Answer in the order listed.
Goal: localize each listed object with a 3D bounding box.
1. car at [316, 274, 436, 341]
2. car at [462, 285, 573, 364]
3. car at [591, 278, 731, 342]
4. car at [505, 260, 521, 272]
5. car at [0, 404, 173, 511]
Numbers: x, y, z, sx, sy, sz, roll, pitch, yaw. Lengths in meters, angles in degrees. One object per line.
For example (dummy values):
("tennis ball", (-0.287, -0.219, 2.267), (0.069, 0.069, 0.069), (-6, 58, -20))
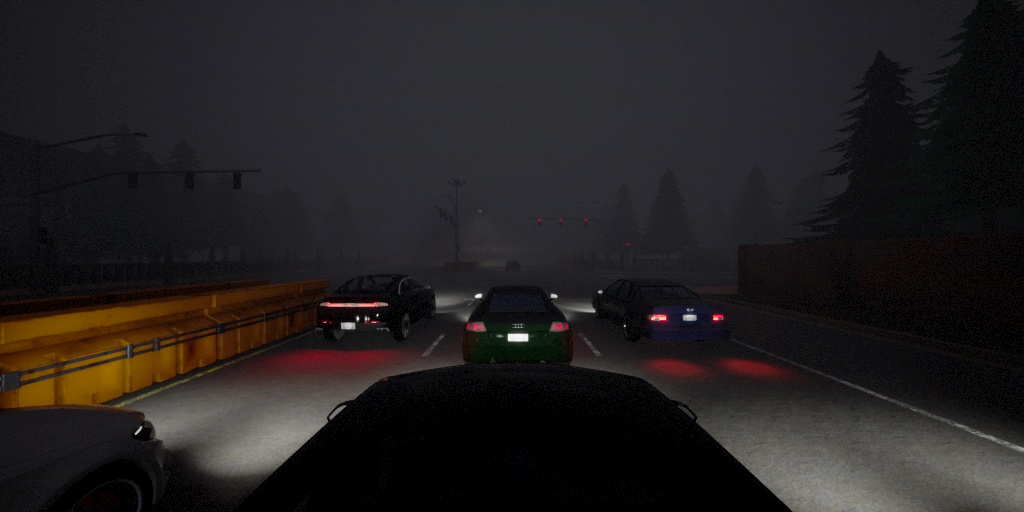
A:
("car", (-3.399, 1.241, 9.869), (2.128, 1.511, 4.902), (0, 0, 0))
("car", (0.099, 1.314, 7.917), (1.994, 1.385, 4.181), (0, 0, 0))
("car", (3.601, 1.297, 9.774), (2.033, 1.411, 5.357), (0, 0, 0))
("car", (0.103, 1.228, 45.999), (1.882, 1.535, 5.008), (0, 0, 0))
("car", (-3.403, 1.276, 0.632), (1.812, 1.442, 4.674), (0, 0, 0))
